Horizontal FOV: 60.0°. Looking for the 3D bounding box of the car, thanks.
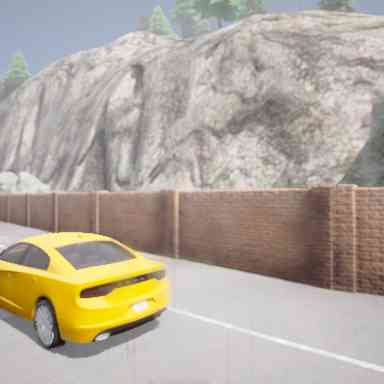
[{"bbox_3d":[-2.621,1.544,6.501,5.008,1.535,1.882,-1,0,41],"label":"car"}]
